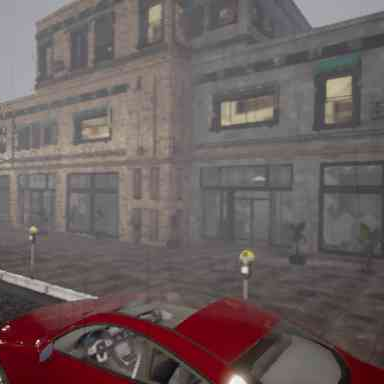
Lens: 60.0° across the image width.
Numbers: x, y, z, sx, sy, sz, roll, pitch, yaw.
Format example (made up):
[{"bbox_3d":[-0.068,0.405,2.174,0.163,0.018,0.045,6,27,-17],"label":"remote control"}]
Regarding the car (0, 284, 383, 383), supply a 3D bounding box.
[{"bbox_3d":[-0.339,1.581,3.103,4.206,1.307,1.802,0,1,36],"label":"car"}]
